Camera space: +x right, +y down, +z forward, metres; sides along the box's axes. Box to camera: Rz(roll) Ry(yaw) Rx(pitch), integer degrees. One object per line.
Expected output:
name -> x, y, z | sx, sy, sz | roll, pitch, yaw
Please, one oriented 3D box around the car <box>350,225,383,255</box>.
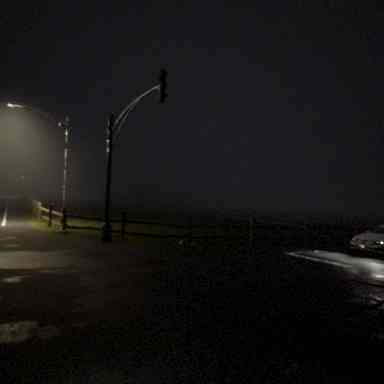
car -> 10.051, 2.392, 16.735 | 4.674, 1.442, 1.812 | 3, -2, -28
